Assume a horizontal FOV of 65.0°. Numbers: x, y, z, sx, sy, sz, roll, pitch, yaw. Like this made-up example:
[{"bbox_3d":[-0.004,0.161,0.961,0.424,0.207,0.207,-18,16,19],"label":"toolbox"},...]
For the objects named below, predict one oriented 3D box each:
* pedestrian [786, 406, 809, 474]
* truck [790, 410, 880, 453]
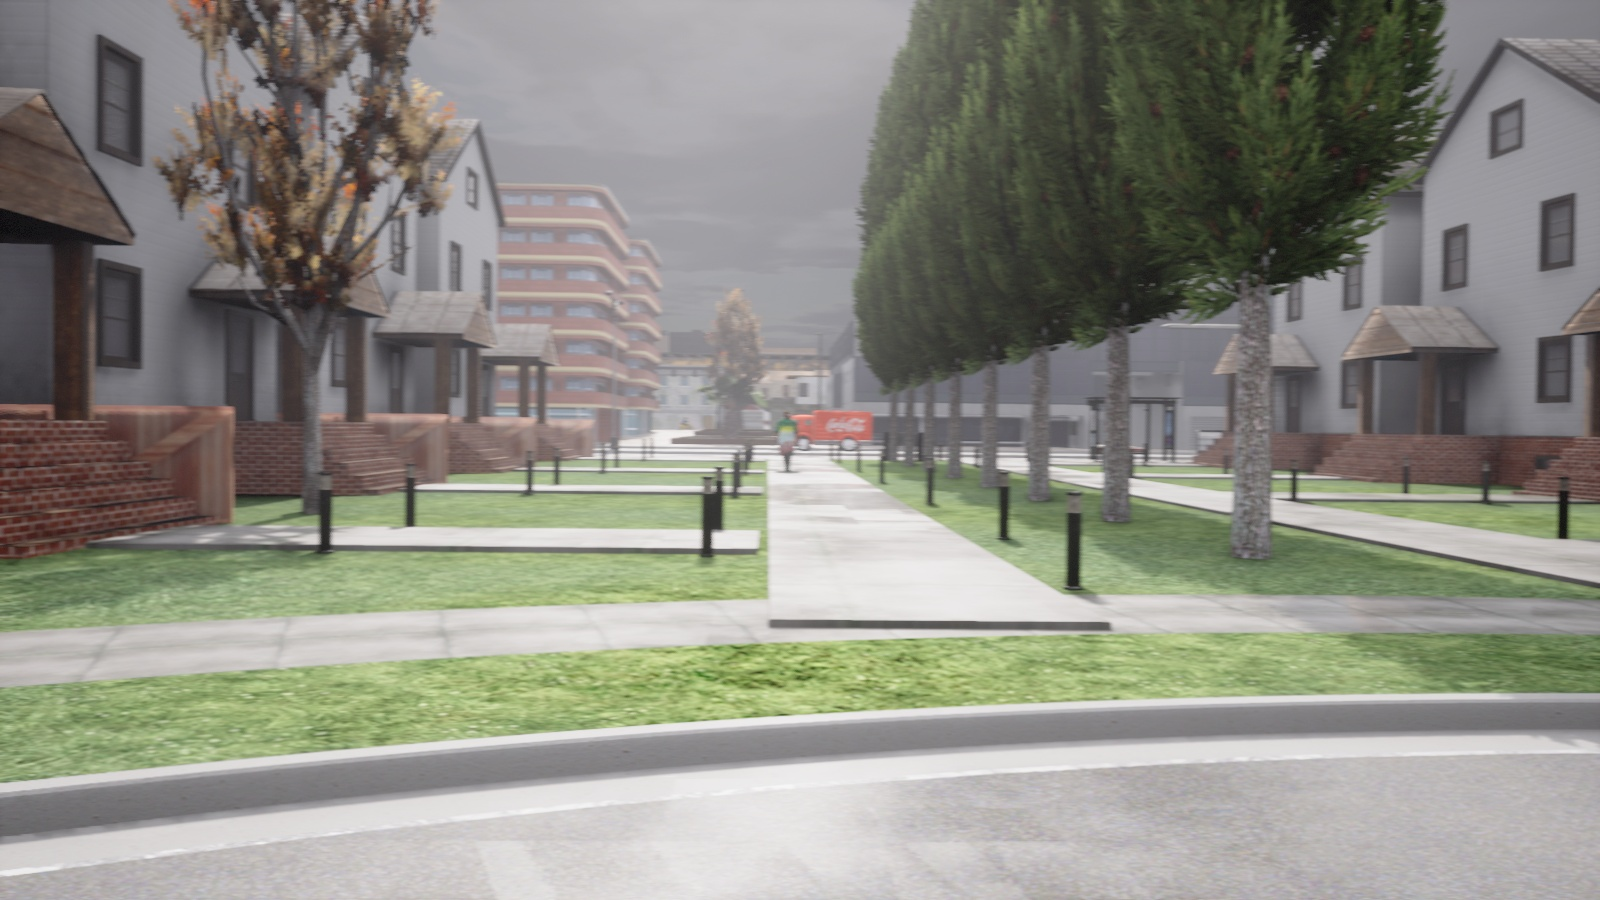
[{"bbox_3d":[-0.072,-0.298,36.795,0.659,1.952,0.873,-1,1,0],"label":"pedestrian"},{"bbox_3d":[2.015,-1.130,74.666,5.204,2.467,2.627,-1,1,-1],"label":"truck"}]
